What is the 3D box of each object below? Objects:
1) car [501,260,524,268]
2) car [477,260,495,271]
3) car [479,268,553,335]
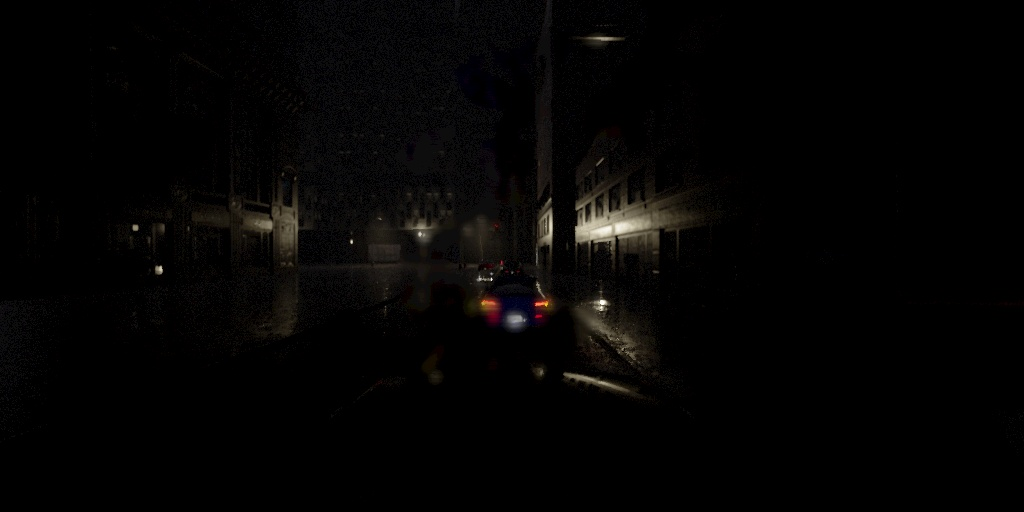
[{"bbox_3d":[0.043,1.114,31.286,2.128,1.511,4.902,0,0,0],"label":"car"},{"bbox_3d":[-3.131,1.168,44.104,1.895,1.301,4.718,0,0,0],"label":"car"},{"bbox_3d":[0.087,1.239,10.268,1.812,1.442,4.674,0,0,0],"label":"car"}]
